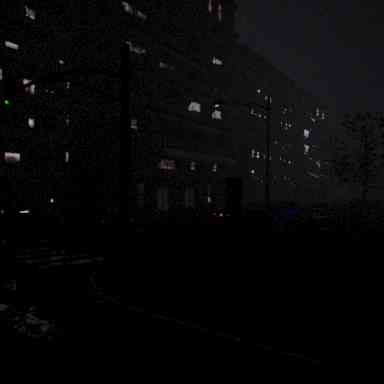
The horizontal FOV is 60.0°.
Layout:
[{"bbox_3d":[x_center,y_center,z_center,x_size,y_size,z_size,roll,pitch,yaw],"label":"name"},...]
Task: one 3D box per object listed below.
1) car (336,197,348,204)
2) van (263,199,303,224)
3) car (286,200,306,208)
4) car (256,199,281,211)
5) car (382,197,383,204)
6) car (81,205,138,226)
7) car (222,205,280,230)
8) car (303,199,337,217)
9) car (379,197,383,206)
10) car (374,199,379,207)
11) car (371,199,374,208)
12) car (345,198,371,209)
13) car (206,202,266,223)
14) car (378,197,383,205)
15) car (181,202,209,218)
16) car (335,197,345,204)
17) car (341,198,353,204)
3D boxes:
[{"bbox_3d":[36.900,2.084,81.675,1.967,1.590,4.097,1,0,36],"label":"car"},{"bbox_3d":[7.515,1.642,27.708,1.690,1.788,3.998,1,0,36],"label":"van"},{"bbox_3d":[17.193,1.965,54.955,1.802,1.307,4.206,1,0,36],"label":"car"},{"bbox_3d":[10.627,1.734,46.048,1.967,1.590,4.097,1,0,36],"label":"car"},{"bbox_3d":[40.353,2.296,72.242,2.008,1.369,4.403,1,0,36],"label":"car"},{"bbox_3d":[-5.795,1.617,23.781,2.008,1.369,4.403,1,0,36],"label":"car"},{"bbox_3d":[4.228,1.822,23.255,1.947,1.339,4.313,1,0,36],"label":"car"},{"bbox_3d":[14.082,1.832,36.615,1.967,1.590,4.097,1,0,36],"label":"car"},{"bbox_3d":[37.069,2.246,67.788,1.887,1.381,4.507,1,0,36],"label":"car"},{"bbox_3d":[33.786,2.099,63.335,1.967,1.590,4.097,1,0,36],"label":"car"},{"bbox_3d":[30.500,2.197,58.881,1.802,1.307,4.206,1,0,36],"label":"car"},{"bbox_3d":[27.220,1.886,54.429,2.192,1.841,5.009,1,0,36],"label":"car"},{"bbox_3d":[3.677,1.780,26.887,2.033,1.411,5.357,1,0,37],"label":"car"},{"bbox_3d":[46.925,2.145,81.149,2.192,1.841,5.009,1,0,36],"label":"car"},{"bbox_3d":[0.774,1.703,32.688,1.887,1.381,4.507,1,0,36],"label":"car"},{"bbox_3d":[33.614,2.167,77.221,1.947,1.339,4.313,1,0,36],"label":"car"},{"bbox_3d":[40.082,2.211,85.991,1.752,1.417,4.829,1,0,36],"label":"car"}]
